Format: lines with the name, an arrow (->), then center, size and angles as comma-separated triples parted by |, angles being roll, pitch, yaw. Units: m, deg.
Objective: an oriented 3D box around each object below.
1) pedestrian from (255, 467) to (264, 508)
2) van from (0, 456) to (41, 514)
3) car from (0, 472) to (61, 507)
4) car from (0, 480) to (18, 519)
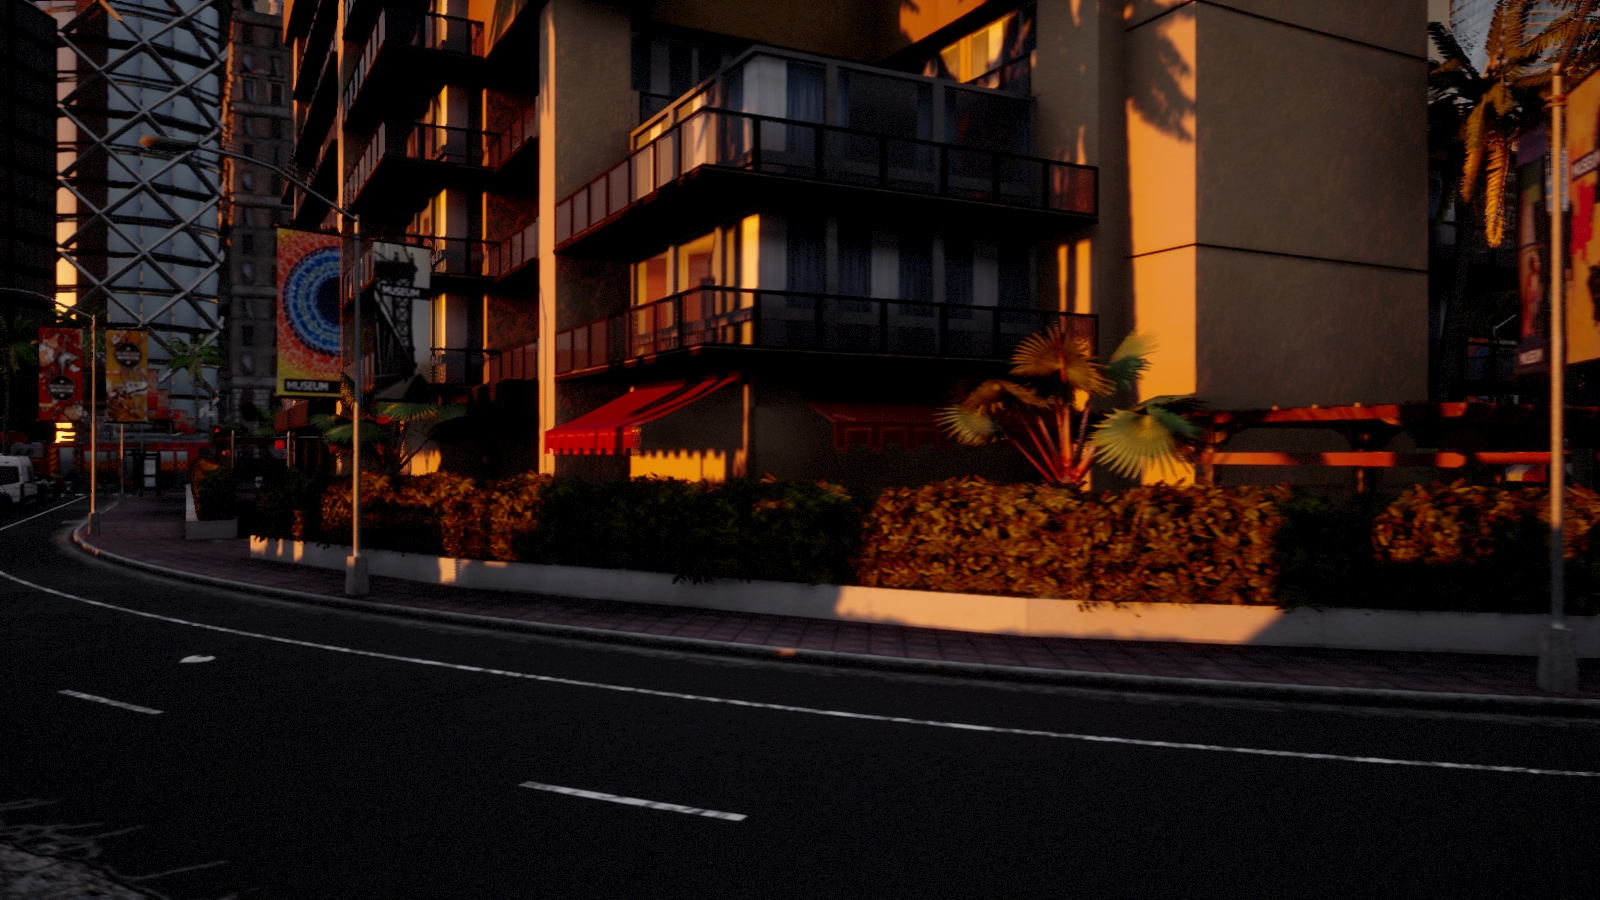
pedestrian -> -24.612, 1.719, 52.019 | 0.375, 1.860, 0.375 | 0, 0, -28
van -> -36.824, 1.555, 53.078 | 1.988, 2.561, 5.915 | 0, 0, -28
car -> -40.100, 2.006, 59.610 | 2.097, 1.638, 5.238 | 0, 0, -28
car -> -33.821, 2.057, 47.412 | 1.845, 1.501, 3.633 | 0, 0, -28
